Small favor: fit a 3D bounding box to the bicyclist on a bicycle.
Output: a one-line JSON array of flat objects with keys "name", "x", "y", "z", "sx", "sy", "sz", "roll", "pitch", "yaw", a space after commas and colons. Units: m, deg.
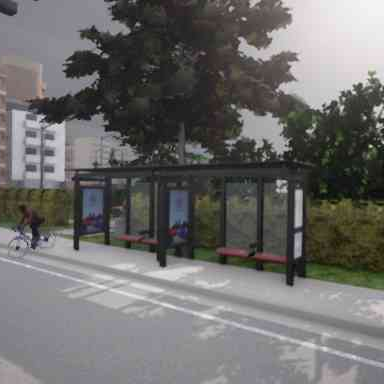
[{"name": "bicyclist on a bicycle", "x": -5.153, "y": 1.196, "z": 10.614, "sx": 0.582, "sy": 1.620, "sz": 1.656, "roll": 1, "pitch": 10, "yaw": 36}]
